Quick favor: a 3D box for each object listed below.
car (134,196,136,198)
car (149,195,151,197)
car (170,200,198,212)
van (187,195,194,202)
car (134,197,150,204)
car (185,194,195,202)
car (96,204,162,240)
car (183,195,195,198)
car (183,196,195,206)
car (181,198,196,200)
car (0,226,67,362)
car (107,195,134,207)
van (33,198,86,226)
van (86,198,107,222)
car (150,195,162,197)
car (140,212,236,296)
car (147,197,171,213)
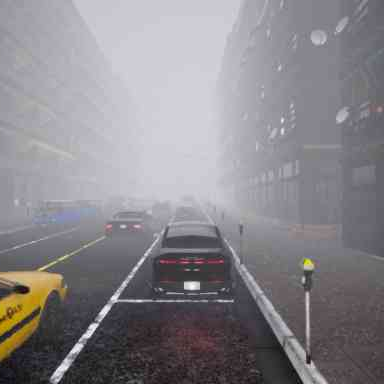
[{"bbox_3d":[-8.312,1.379,42.876,2.192,1.841,5.009,1,0,0],"label":"car"},{"bbox_3d":[-8.319,1.660,53.938,1.947,1.339,4.313,1,0,0],"label":"car"},{"bbox_3d":[-0.437,1.572,26.224,1.887,1.381,4.507,1,0,0],"label":"car"},{"bbox_3d":[-0.470,1.575,87.068,1.690,1.788,3.998,1,0,0],"label":"van"},{"bbox_3d":[-5.812,1.664,42.692,1.895,1.301,4.718,0,0,1],"label":"car"},{"bbox_3d":[-0.469,1.521,81.536,2.192,1.841,5.009,1,0,0],"label":"car"},{"bbox_3d":[-2.997,1.560,17.103,2.033,1.411,5.357,0,0,1],"label":"car"},{"bbox_3d":[-0.427,1.490,37.286,1.967,1.590,4.097,1,0,0],"label":"car"},{"bbox_3d":[-0.471,1.553,59.411,1.967,1.590,4.097,1,0,0],"label":"car"},{"bbox_3d":[-0.437,1.582,31.754,1.887,1.381,4.507,1,0,0],"label":"car"},{"bbox_3d":[-3.020,1.457,3.531,1.801,1.575,5.366,0,0,0],"label":"car"},{"bbox_3d":[-8.312,1.365,37.346,2.192,1.841,5.009,1,0,0],"label":"car"},{"bbox_3d":[-8.311,1.359,20.753,1.690,1.788,3.998,2,0,0],"label":"van"},{"bbox_3d":[-8.312,1.368,26.285,1.690,1.788,3.998,1,0,0],"label":"van"},{"bbox_3d":[-8.314,1.471,70.528,2.192,1.841,5.009,1,0,0],"label":"car"},{"bbox_3d":[0.000,1.509,8.653,1.837,1.490,4.892,0,0,0],"label":"car"},{"bbox_3d":[-2.974,1.535,34.267,2.128,1.511,4.902,0,0,0],"label":"car"}]
